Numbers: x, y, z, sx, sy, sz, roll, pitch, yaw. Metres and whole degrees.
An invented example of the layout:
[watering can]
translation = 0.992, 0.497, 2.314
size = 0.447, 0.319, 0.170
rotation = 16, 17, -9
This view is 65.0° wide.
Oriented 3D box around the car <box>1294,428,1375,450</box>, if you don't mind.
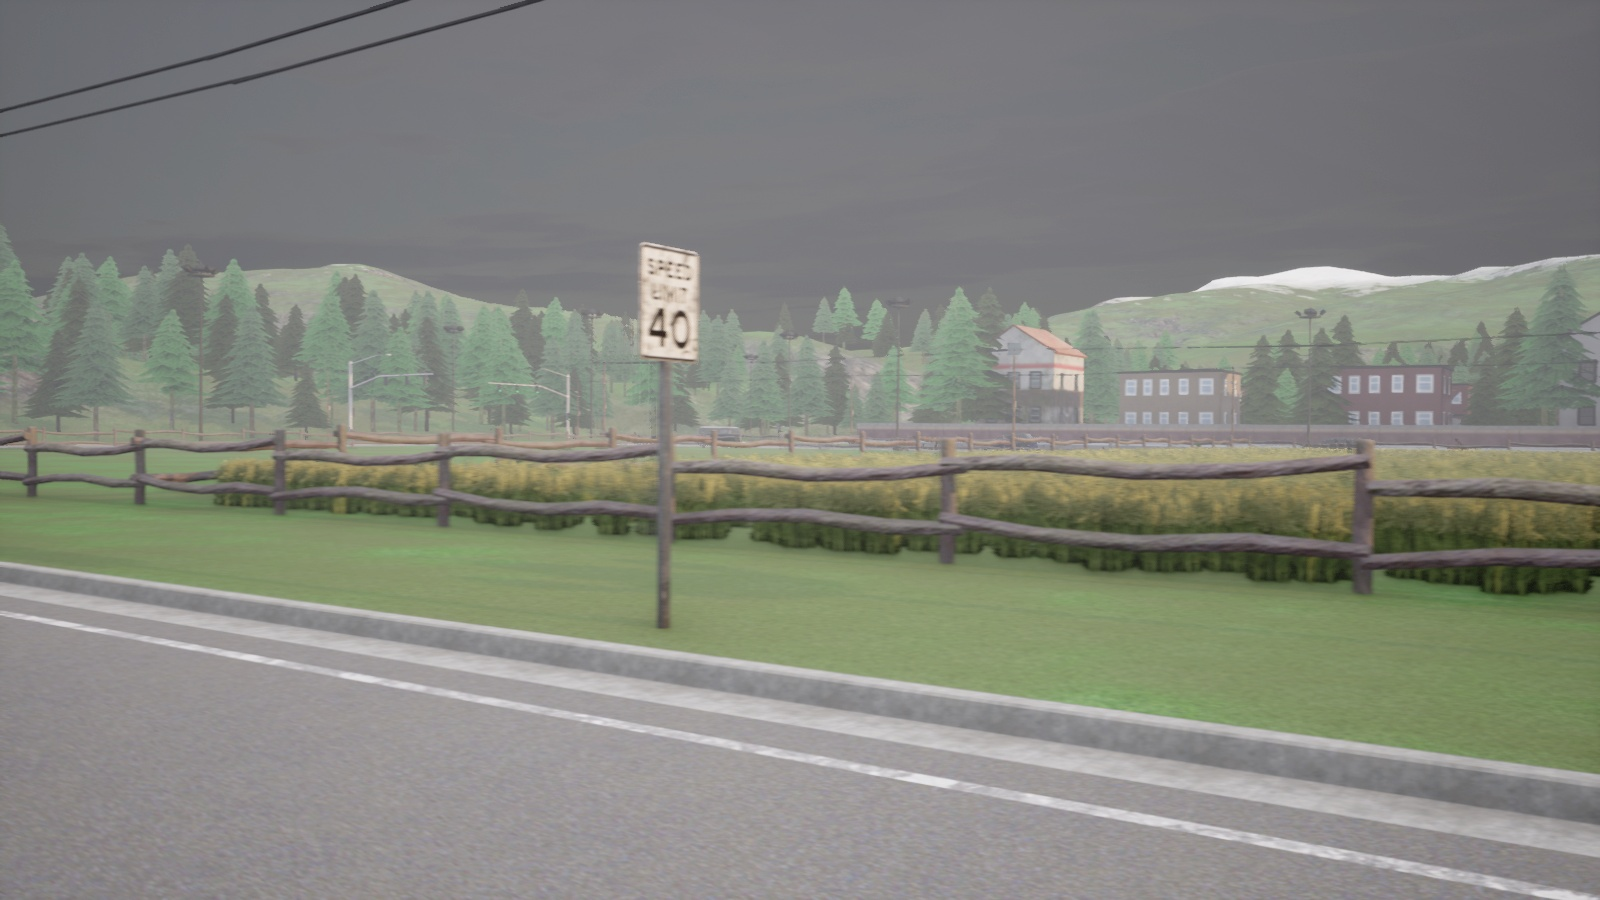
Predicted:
[car]
translation = 36.911, -0.783, 86.743
size = 4.892, 1.490, 1.837
rotation = 0, 1, 34
